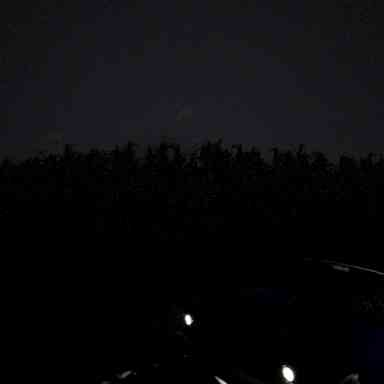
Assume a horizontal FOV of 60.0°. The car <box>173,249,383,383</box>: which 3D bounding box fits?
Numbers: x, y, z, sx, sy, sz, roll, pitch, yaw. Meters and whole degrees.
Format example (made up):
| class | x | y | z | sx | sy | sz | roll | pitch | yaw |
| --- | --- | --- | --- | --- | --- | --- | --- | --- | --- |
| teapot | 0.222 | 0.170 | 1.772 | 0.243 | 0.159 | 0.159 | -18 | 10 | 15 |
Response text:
| class | x | y | z | sx | sy | sz | roll | pitch | yaw |
| --- | --- | --- | --- | --- | --- | --- | --- | --- | --- |
| car | 2.119 | 1.580 | 4.580 | 4.718 | 1.301 | 1.895 | 0 | 0 | -36 |
